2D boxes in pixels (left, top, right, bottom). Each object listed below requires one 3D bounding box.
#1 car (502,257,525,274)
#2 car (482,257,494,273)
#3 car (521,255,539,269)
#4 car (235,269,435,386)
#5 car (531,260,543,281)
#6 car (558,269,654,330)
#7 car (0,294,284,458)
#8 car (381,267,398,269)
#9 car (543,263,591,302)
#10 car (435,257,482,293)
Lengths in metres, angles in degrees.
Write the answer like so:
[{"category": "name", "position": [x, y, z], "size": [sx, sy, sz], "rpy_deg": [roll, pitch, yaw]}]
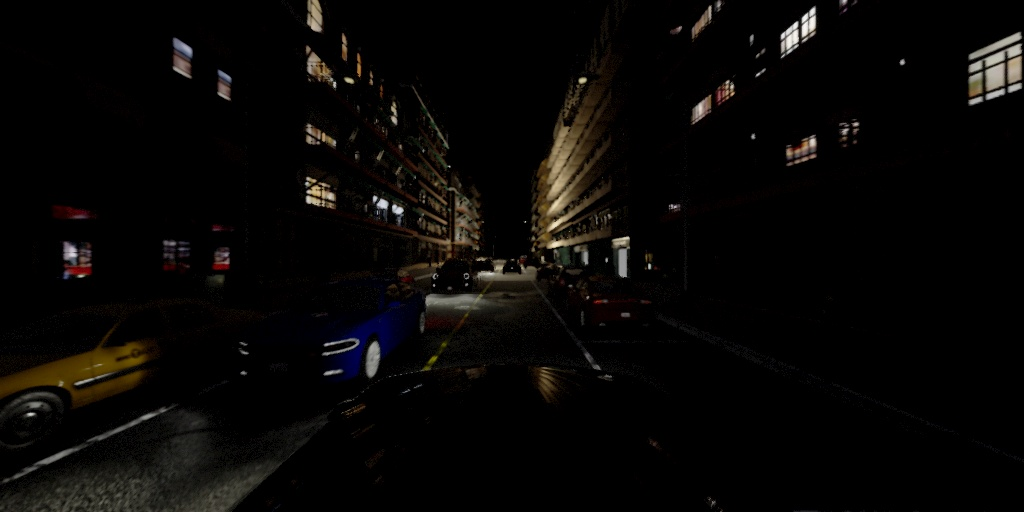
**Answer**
[{"category": "car", "position": [0.014, 1.140, 37.203], "size": [1.994, 1.385, 4.181], "rpy_deg": [0, 0, 0]}, {"category": "car", "position": [-2.998, 0.806, 32.947], "size": [1.895, 1.301, 4.718], "rpy_deg": [0, 0, 0]}, {"category": "car", "position": [2.696, 0.832, 49.403], "size": [2.192, 1.841, 5.009], "rpy_deg": [0, 0, 0]}, {"category": "car", "position": [-3.098, 1.200, 7.255], "size": [1.882, 1.535, 5.008], "rpy_deg": [0, 0, 0]}, {"category": "car", "position": [2.694, 1.206, 27.309], "size": [1.802, 1.307, 4.207], "rpy_deg": [0, 0, 0]}, {"category": "car", "position": [2.692, 1.250, 10.738], "size": [1.888, 1.381, 4.507], "rpy_deg": [0, 0, 0]}, {"category": "car", "position": [-5.689, 1.258, 5.060], "size": [1.751, 1.417, 4.829], "rpy_deg": [0, 0, 0]}, {"category": "car", "position": [-5.689, 1.223, 16.277], "size": [1.888, 1.381, 4.507], "rpy_deg": [0, 0, 0]}, {"category": "car", "position": [2.693, 1.118, 16.262], "size": [1.967, 1.591, 4.097], "rpy_deg": [0, 0, 0]}, {"category": "car", "position": [-3.093, 1.011, 20.073], "size": [2.097, 1.767, 4.553], "rpy_deg": [0, 0, 0]}]
